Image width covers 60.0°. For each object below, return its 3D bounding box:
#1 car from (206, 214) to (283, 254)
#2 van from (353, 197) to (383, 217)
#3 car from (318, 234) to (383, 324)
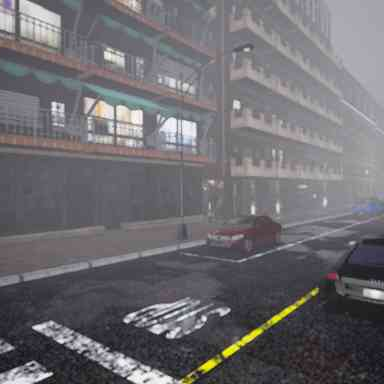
[{"bbox_3d":[2.270,1.572,13.513,1.802,1.307,4.206,-1,-1,39],"label":"car"},{"bbox_3d":[16.248,1.324,30.941,1.690,1.788,3.998,-1,-1,39],"label":"van"},{"bbox_3d":[4.110,1.560,6.750,1.994,1.385,4.181,0,0,39],"label":"car"}]
